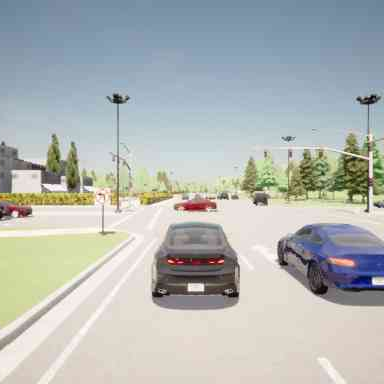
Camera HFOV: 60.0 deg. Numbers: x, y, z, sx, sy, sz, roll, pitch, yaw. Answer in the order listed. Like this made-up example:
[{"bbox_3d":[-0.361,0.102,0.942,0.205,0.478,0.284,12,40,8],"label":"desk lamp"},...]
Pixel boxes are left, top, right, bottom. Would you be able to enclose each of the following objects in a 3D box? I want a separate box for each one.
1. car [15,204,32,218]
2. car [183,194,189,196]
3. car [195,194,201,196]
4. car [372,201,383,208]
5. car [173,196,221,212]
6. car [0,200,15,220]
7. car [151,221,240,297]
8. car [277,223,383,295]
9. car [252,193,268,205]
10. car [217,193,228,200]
[{"bbox_3d":[-16.779,1.478,29.408,5.008,1.535,1.882,0,0,-1],"label":"car"},{"bbox_3d":[-1.760,1.518,91.360,2.128,1.511,4.902,0,0,0],"label":"car"},{"bbox_3d":[1.742,1.472,91.764,1.882,1.535,5.008,0,0,0],"label":"car"},{"bbox_3d":[27.533,1.547,45.165,5.357,1.411,2.033,0,0,-1],"label":"car"},{"bbox_3d":[0.401,1.477,37.824,5.008,1.535,1.882,0,0,-1],"label":"car"},{"bbox_3d":[-17.354,1.221,25.900,5.566,2.045,2.150,0,0,-1],"label":"car"},{"bbox_3d":[0.080,1.505,8.538,1.837,1.490,4.892,0,0,0],"label":"car"},{"bbox_3d":[3.585,1.526,8.626,1.812,1.442,4.674,0,0,0],"label":"car"},{"bbox_3d":[11.967,1.223,58.654,2.150,2.045,5.566,0,0,4],"label":"car"},{"bbox_3d":[8.740,1.218,91.353,2.150,2.045,5.566,0,0,0],"label":"car"}]
